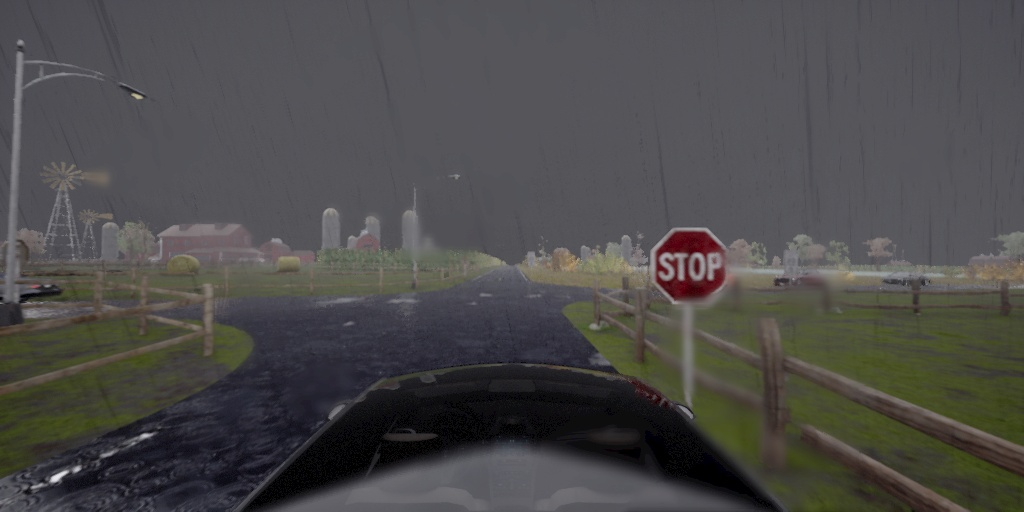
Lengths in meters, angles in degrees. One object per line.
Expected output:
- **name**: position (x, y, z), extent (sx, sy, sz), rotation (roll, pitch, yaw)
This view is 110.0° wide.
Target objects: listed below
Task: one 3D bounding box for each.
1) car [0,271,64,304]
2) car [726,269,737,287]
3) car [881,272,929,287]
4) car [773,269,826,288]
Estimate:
- **car**: position (-20.783, 1.180, 13.180), extent (5.357, 1.411, 2.033), rotation (1, -2, -27)
- **car**: position (15.691, 1.742, 28.529), extent (4.553, 1.767, 2.097), rotation (1, -2, -20)
- **car**: position (40.998, 2.387, 37.454), extent (5.008, 1.535, 1.882), rotation (1, -2, -18)
- **car**: position (25.835, 1.948, 32.274), extent (4.553, 1.767, 2.097), rotation (1, -2, -20)
